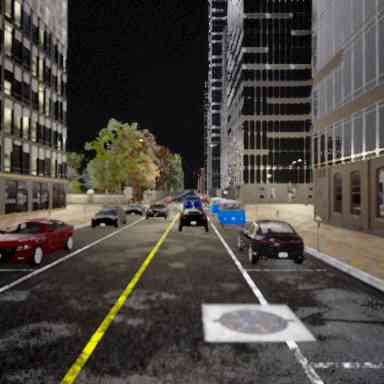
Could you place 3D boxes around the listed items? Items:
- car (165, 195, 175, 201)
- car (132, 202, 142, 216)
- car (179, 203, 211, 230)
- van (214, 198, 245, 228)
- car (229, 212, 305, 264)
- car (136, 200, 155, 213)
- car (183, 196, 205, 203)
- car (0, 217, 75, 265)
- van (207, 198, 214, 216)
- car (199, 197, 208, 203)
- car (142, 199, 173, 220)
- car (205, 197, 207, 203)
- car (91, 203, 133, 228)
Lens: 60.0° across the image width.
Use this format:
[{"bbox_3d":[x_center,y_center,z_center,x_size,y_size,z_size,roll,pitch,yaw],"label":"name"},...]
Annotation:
[{"bbox_3d":[-5.704,1.897,78.599,1.887,1.381,4.507,0,0,0],"label":"car"},{"bbox_3d":[-5.776,1.762,34.795,1.947,1.339,4.313,0,0,0],"label":"car"},{"bbox_3d":[0.091,1.671,21.959,1.812,1.442,4.674,0,0,0],"label":"car"},{"bbox_3d":[2.689,1.493,23.402,1.690,1.788,3.998,0,0,0],"label":"van"},{"bbox_3d":[2.688,1.641,11.996,2.008,1.369,4.403,0,0,0],"label":"car"},{"bbox_3d":[-5.825,1.747,42.029,1.752,1.417,4.829,0,0,0],"label":"car"},{"bbox_3d":[0.091,1.429,38.697,2.150,2.045,5.566,0,0,0],"label":"car"},{"bbox_3d":[-5.693,1.635,11.995,1.887,1.381,4.507,0,0,0],"label":"car"},{"bbox_3d":[2.768,1.536,34.799,1.690,1.788,3.998,0,0,0],"label":"van"},{"bbox_3d":[2.677,1.917,78.604,1.947,1.339,4.313,0,0,0],"label":"car"},{"bbox_3d":[-3.080,1.686,30.363,1.837,1.490,4.892,0,-1,0],"label":"car"},{"bbox_3d":[2.679,1.771,72.924,1.967,1.590,4.097,0,0,0],"label":"car"},{"bbox_3d":[-5.694,1.718,23.399,1.947,1.339,4.313,0,0,0],"label":"car"}]
